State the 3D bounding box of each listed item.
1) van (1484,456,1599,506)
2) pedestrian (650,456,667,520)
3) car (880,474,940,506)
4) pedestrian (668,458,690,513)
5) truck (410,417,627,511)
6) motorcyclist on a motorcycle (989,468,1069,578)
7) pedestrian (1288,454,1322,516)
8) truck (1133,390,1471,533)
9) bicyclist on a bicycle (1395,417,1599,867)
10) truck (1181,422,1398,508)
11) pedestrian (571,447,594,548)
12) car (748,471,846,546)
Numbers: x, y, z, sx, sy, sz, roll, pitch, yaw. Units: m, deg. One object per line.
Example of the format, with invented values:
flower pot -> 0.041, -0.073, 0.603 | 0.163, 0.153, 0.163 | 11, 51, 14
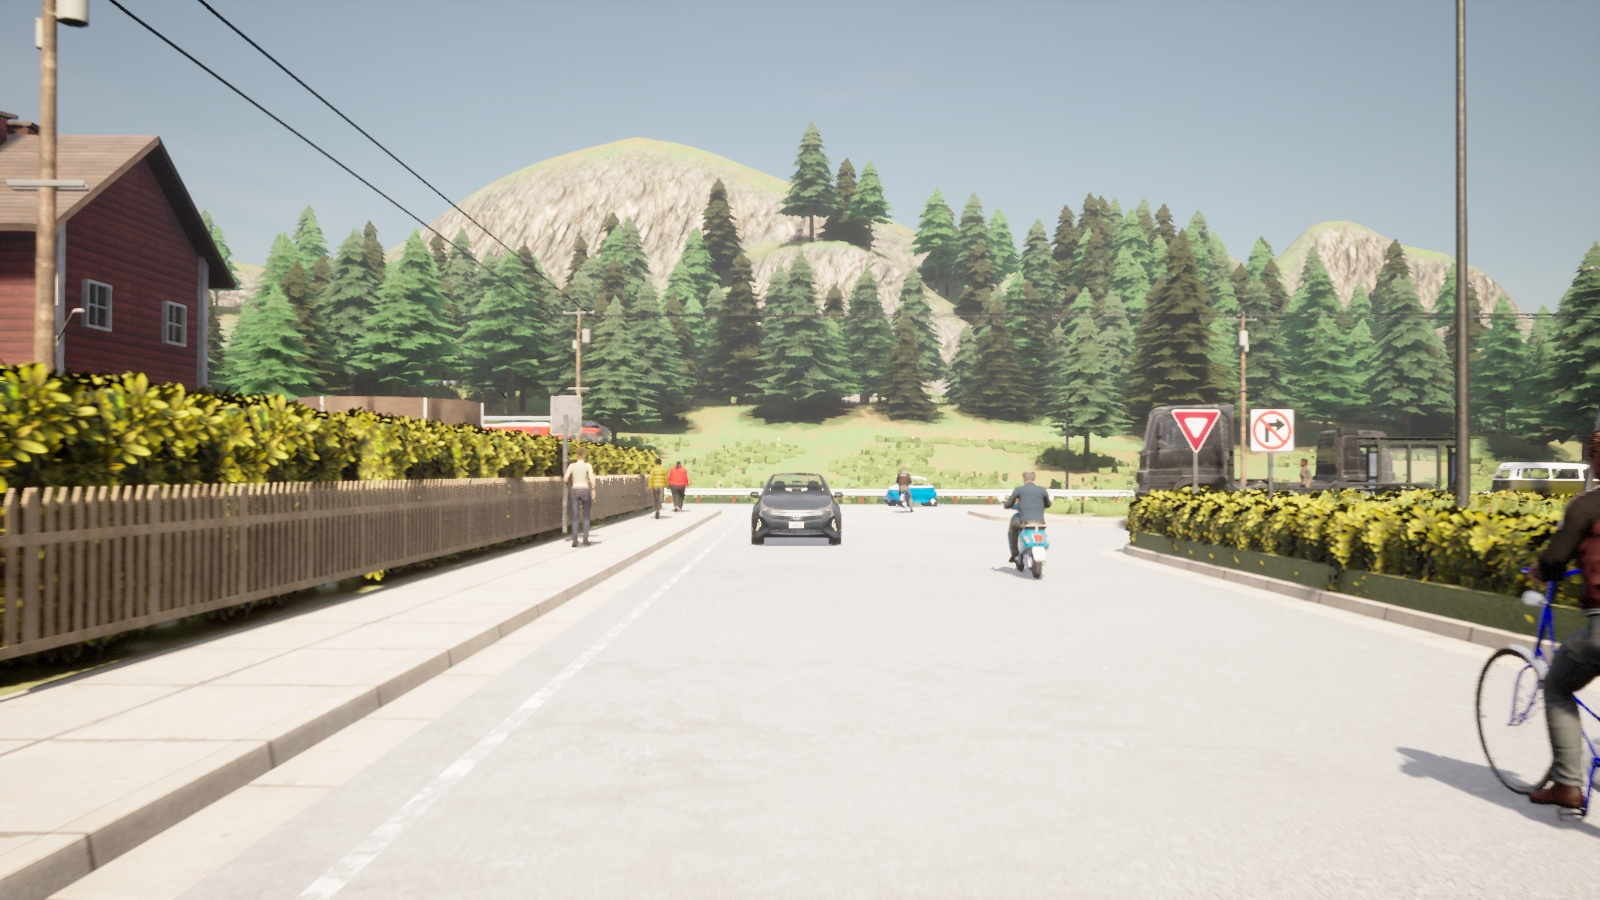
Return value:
van -> 31.535, 1.296, 52.749 | 4.480, 2.038, 2.069 | 0, -1, 0
pedestrian -> -4.115, 1.097, 36.493 | 0.431, 1.840, 0.709 | 0, -1, -1
car -> 4.843, 1.776, 55.339 | 2.207, 1.376, 1.481 | 1, -2, -21
pedestrian -> -4.089, 1.199, 42.596 | 0.634, 1.844, 0.899 | 0, -1, 2
truck -> -11.744, 0.582, 52.885 | 8.468, 3.827, 2.891 | 0, -1, 0
motorcyclist on a motorcycle -> 3.454, 1.074, 19.078 | 0.866, 1.590, 1.817 | 0, -1, 0
pedestrian -> 14.875, 1.030, 36.988 | 0.869, 1.805, 0.328 | 0, -1, 2
truck -> 13.083, 0.336, 33.199 | 7.936, 3.462, 2.891 | -1, -1, 23
bicyclist on a bicycle -> 3.486, 0.767, 5.720 | 0.659, 1.776, 1.843 | 0, -1, 0
truck -> 20.459, 0.635, 52.792 | 7.936, 3.462, 2.891 | 0, -1, 0
pedestrian -> -4.010, 0.874, 23.157 | 0.345, 1.836, 0.594 | 0, -1, -2
car -> -0.066, 1.228, 27.860 | 2.007, 1.525, 4.514 | 0, -1, 0
